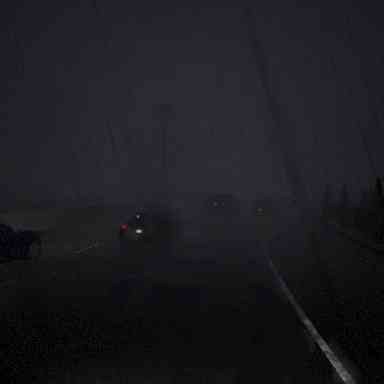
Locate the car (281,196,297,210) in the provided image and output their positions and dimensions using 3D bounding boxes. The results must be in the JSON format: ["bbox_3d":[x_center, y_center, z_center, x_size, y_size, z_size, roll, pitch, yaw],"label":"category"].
[{"bbox_3d":[12.081,1.350,42.869,2.097,1.767,4.553,0,0,29],"label":"car"}]

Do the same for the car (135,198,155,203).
[{"bbox_3d":[-6.210,1.563,46.221,1.994,1.385,4.181,0,0,28],"label":"car"}]

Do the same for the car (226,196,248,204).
[{"bbox_3d":[8.487,1.523,62.559,1.812,1.442,4.674,0,0,39],"label":"car"}]

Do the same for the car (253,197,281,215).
[{"bbox_3d":[7.411,1.504,33.611,1.837,1.490,4.892,0,0,23],"label":"car"}]

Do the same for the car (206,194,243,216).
[{"bbox_3d":[3.144,1.216,32.702,2.150,2.045,5.566,0,-1,22],"label":"car"}]

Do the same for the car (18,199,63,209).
[{"bbox_3d":[-15.263,1.478,33.650,1.882,1.535,5.008,0,0,19],"label":"car"}]

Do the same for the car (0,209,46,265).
[{"bbox_3d":[-6.220,1.477,9.322,1.882,1.535,5.008,0,0,6],"label":"car"}]

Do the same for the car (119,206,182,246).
[{"bbox_3d":[-1.780,1.564,15.426,1.994,1.385,4.181,0,0,10],"label":"car"}]

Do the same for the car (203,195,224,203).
[{"bbox_3d":[4.551,1.479,68.834,1.837,1.490,4.892,0,0,39],"label":"car"}]

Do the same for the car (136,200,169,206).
[{"bbox_3d":[-2.591,1.600,26.911,1.895,1.301,4.718,0,0,17],"label":"car"}]
